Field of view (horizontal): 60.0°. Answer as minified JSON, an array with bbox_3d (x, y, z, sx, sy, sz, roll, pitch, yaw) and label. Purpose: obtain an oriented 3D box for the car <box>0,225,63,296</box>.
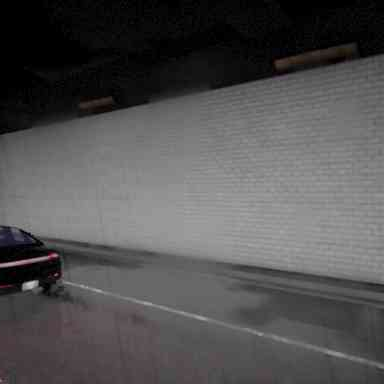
[{"bbox_3d":[-4.937,1.493,7.514,4.902,1.511,2.128,0,0,35],"label":"car"}]
